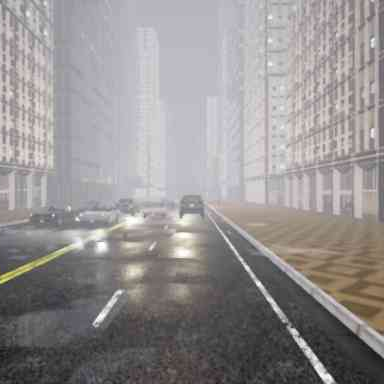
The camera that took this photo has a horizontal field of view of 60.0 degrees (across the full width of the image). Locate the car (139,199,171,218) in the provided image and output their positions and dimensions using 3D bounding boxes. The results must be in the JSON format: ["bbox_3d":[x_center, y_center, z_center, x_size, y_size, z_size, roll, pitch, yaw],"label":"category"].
[{"bbox_3d":[-3.240,1.590,30.001,1.895,1.301,4.718,0,0,0],"label":"car"}]

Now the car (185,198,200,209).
[{"bbox_3d":[0.059,1.570,45.365,1.994,1.385,4.181,0,0,0],"label":"car"}]

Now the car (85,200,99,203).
[{"bbox_3d":[-9.749,1.538,33.039,2.033,1.411,5.357,0,0,0],"label":"car"}]

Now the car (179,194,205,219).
[{"bbox_3d":[0.004,1.212,29.417,2.150,2.045,5.566,0,0,0],"label":"car"}]

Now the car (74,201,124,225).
[{"bbox_3d":[-6.499,1.588,23.802,1.895,1.301,4.718,0,0,0],"label":"car"}]

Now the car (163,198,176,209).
[{"bbox_3d":[-3.197,1.497,44.453,2.128,1.511,4.902,0,0,0],"label":"car"}]

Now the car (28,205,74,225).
[{"bbox_3d":[-9.749,1.588,23.802,1.895,1.301,4.718,0,0,0],"label":"car"}]

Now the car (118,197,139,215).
[{"bbox_3d":[-6.500,1.342,32.963,2.097,1.767,4.553,0,0,0],"label":"car"}]
